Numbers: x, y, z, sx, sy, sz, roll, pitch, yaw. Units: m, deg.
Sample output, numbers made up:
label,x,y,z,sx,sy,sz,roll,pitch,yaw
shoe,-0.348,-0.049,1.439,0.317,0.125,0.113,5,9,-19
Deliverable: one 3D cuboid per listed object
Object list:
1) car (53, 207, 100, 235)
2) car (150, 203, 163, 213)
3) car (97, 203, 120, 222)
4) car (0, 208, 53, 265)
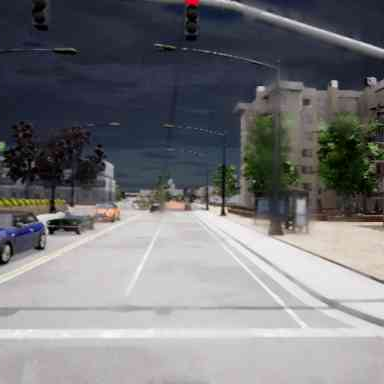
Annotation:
label,x,y,z,sx,sy,sz,roll,pitch,yaw
car,-7.579,1.894,21.191,1.895,1.301,4.718,1,-1,-3
car,-5.438,2.491,51.675,1.882,1.535,5.008,1,-2,-3
car,-8.067,1.833,31.148,2.097,1.767,4.553,1,-1,-3
car,-7.111,1.475,12.161,2.097,1.767,4.553,1,-1,-3
